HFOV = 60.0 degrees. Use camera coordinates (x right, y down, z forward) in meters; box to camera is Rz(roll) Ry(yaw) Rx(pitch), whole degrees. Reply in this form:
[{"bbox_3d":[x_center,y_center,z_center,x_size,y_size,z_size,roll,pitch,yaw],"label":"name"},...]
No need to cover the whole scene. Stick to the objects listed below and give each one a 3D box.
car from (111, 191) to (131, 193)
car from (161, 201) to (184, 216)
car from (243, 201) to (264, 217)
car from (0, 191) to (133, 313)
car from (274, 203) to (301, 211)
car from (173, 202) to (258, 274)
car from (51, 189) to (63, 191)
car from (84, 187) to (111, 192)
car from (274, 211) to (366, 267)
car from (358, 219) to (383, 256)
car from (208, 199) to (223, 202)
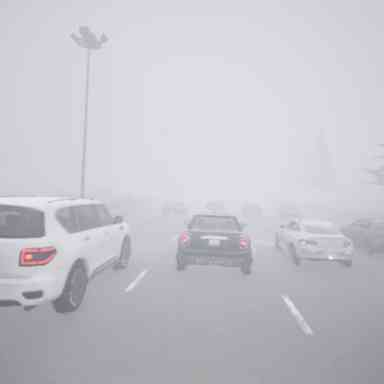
[{"bbox_3d":[-10.529,0.635,52.108,2.128,1.511,4.902,2,1,5],"label":"car"},{"bbox_3d":[-1.463,1.431,29.776,1.895,1.301,4.718,2,1,4],"label":"car"},{"bbox_3d":[5.764,1.595,32.718,1.812,1.442,4.674,2,1,4],"label":"car"},{"bbox_3d":[-3.012,1.116,7.638,2.150,2.045,5.566,2,0,4],"label":"car"},{"bbox_3d":[9.234,1.771,32.239,1.994,1.385,4.181,2,1,4],"label":"car"},{"bbox_3d":[0.743,1.384,11.097,2.097,1.767,4.553,2,0,4],"label":"car"},{"bbox_3d":[-21.055,0.303,51.975,2.033,1.411,5.357,2,1,5],"label":"car"},{"bbox_3d":[-14.079,0.246,51.433,2.150,2.045,5.566,2,1,5],"label":"car"},{"bbox_3d":[4.298,1.692,12.195,1.812,1.442,4.674,2,0,4],"label":"car"},{"bbox_3d":[7.980,1.864,14.575,1.994,1.385,4.181,2,0,4],"label":"car"},{"bbox_3d":[2.191,1.438,31.770,2.128,1.511,4.902,2,1,4],"label":"car"}]
